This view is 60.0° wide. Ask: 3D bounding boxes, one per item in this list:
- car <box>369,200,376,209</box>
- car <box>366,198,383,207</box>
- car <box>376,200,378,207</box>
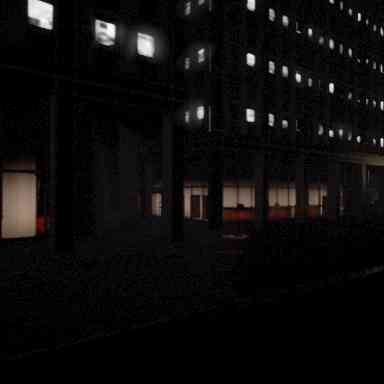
[{"bbox_3d":[22.634,1.359,46.086,2.192,1.841,5.009,1,0,-36],"label":"car"},{"bbox_3d":[29.535,1.662,51.177,2.008,1.369,4.403,1,0,-36],"label":"car"},{"bbox_3d":[26.079,1.604,41.361,1.752,1.417,4.829,1,0,-36],"label":"car"}]
